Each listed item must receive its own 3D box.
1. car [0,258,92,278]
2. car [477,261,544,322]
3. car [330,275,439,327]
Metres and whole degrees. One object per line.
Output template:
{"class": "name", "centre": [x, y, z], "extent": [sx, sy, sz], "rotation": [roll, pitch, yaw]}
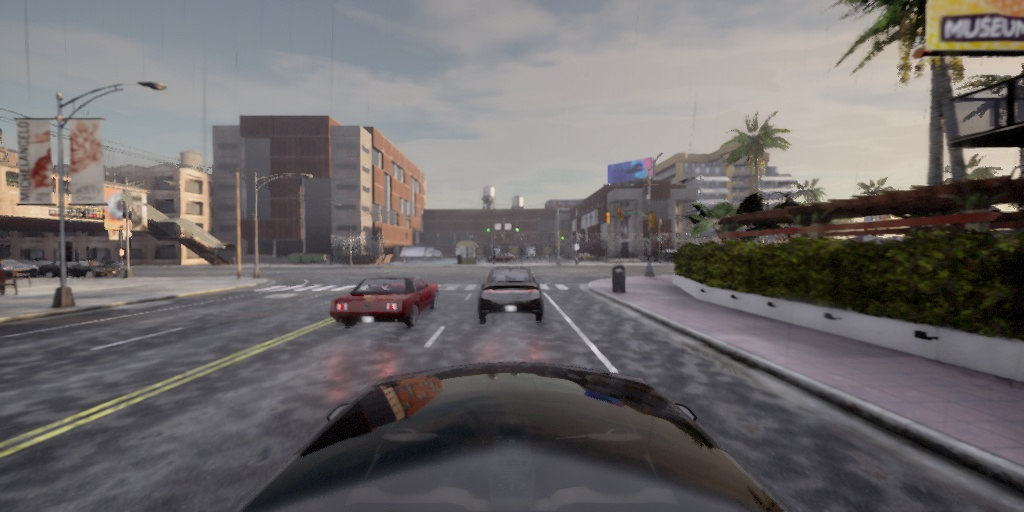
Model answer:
{"class": "car", "centre": [-40.948, 1.095, 31.407], "extent": [5.357, 1.411, 2.033], "rotation": [0, 1, 0]}
{"class": "car", "centre": [-0.046, 1.103, 11.604], "extent": [2.128, 1.511, 4.902], "rotation": [0, 1, -1]}
{"class": "car", "centre": [-3.540, 1.239, 10.996], "extent": [1.895, 1.301, 4.718], "rotation": [0, 1, -1]}
